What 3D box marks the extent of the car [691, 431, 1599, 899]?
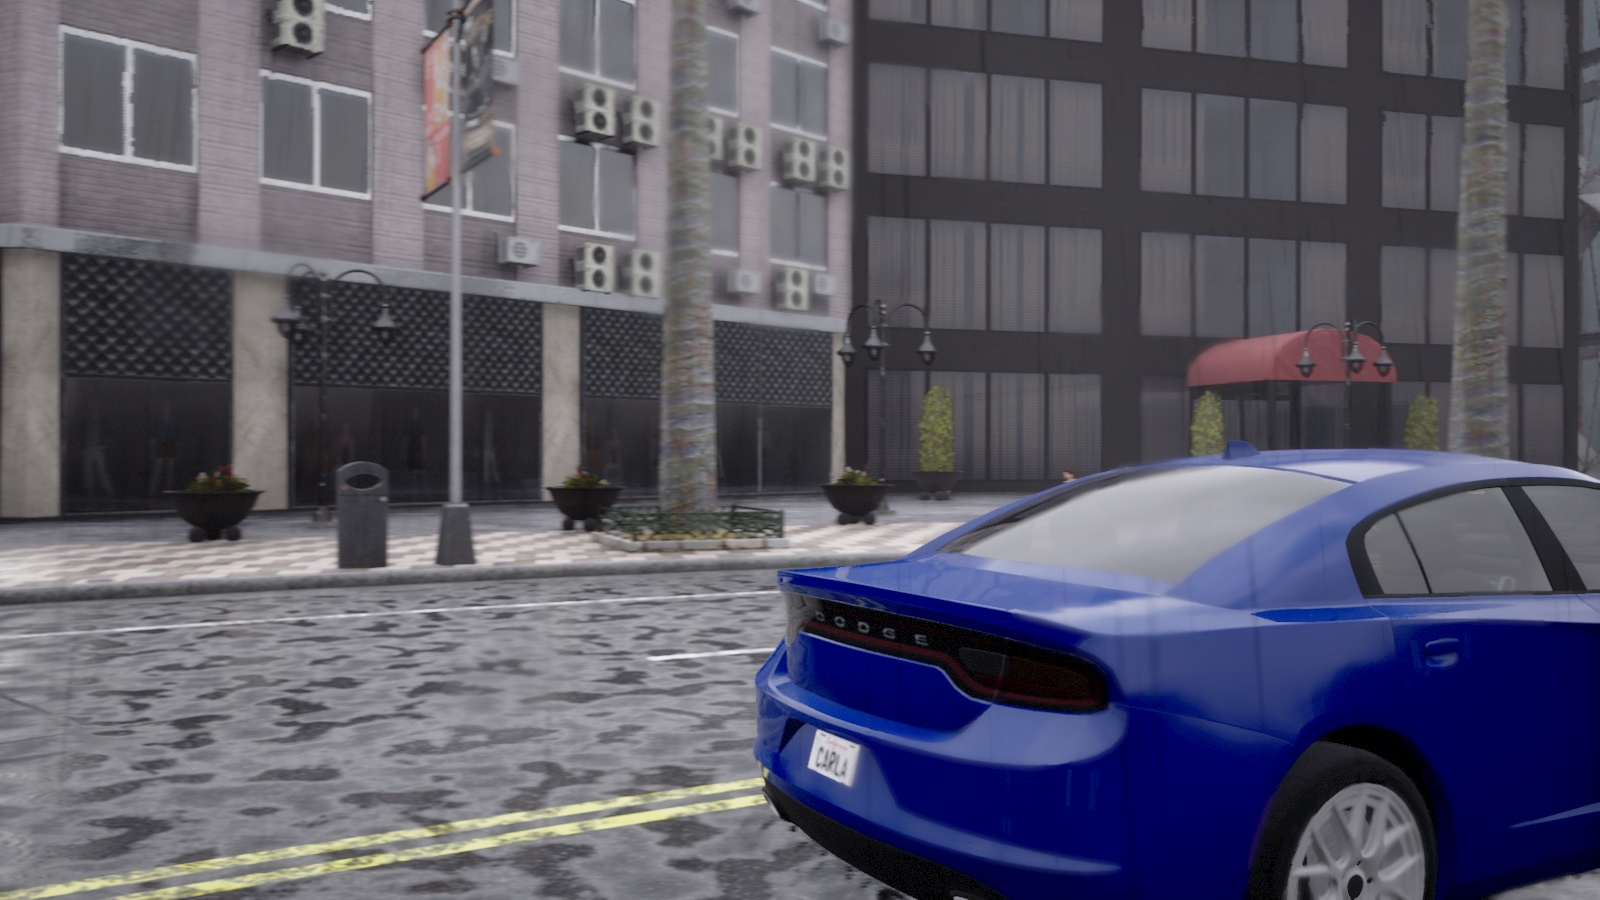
[{"bbox_3d":[2.266,0.726,4.790,5.008,1.535,1.882,0,0,-29],"label":"car"}]
